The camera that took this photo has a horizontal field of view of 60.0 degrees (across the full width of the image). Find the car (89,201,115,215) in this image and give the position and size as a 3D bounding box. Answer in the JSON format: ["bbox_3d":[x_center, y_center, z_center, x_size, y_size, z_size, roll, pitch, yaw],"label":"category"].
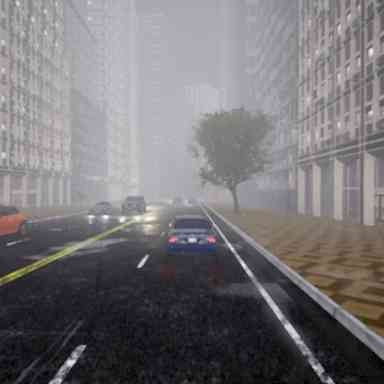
[{"bbox_3d":[-9.731,1.714,36.450,1.812,1.442,4.674,0,-1,1],"label":"car"}]

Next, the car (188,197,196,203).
[{"bbox_3d":[0.087,1.944,82.131,1.895,1.301,4.718,0,0,0],"label":"car"}]

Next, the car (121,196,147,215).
[{"bbox_3d":[-6.467,1.420,37.448,2.150,2.045,5.566,0,-1,0],"label":"car"}]

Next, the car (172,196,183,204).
[{"bbox_3d":[-3.175,1.880,71.908,1.837,1.490,4.892,0,0,0],"label":"car"}]

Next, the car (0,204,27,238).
[{"bbox_3d":[-9.813,1.427,15.752,2.097,1.767,4.553,0,0,0],"label":"car"}]

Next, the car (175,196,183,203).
[{"bbox_3d":[-3.164,1.849,82.103,1.837,1.490,4.892,0,0,0],"label":"car"}]

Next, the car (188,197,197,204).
[{"bbox_3d":[0.076,1.946,72.246,1.994,1.385,4.181,0,0,0],"label":"car"}]

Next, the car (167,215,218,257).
[{"bbox_3d":[0.011,1.620,13.256,2.033,1.411,5.357,0,0,0],"label":"car"}]
